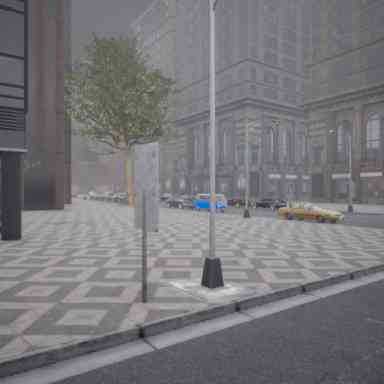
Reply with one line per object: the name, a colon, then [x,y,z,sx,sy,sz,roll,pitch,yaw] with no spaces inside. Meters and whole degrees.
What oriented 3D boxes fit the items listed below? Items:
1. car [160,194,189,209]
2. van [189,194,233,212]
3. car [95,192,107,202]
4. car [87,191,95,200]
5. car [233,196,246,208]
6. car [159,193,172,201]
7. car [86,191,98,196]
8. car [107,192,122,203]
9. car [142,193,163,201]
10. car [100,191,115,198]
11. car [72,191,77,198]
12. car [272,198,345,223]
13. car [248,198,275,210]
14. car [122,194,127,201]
car: [-1.372,1.230,37.778,2.008,1.369,4.403,1,0,-35]
van: [1.852,1.090,33.175,1.690,1.788,3.998,1,0,-35]
car: [-14.261,0.910,56.187,2.008,1.369,4.403,1,0,-35]
car: [-17.483,0.830,60.788,2.008,1.369,4.403,1,0,-35]
car: [5.608,1.223,42.674,1.887,1.381,4.507,1,0,-35]
car: [-4.058,0.880,56.481,1.967,1.590,4.097,1,0,-35]
car: [-26.613,0.471,88.687,1.802,1.307,4.206,1,0,-35]
car: [-11.039,0.992,51.586,2.008,1.369,4.403,1,0,-35]
car: [-7.282,0.910,61.082,2.008,1.369,4.403,1,0,-35]
car: [-20.169,0.587,79.485,1.887,1.381,4.507,1,0,-35]
car: [-27.147,0.483,74.592,1.967,1.590,4.097,1,0,-35]
car: [8.393,1.397,23.829,1.752,1.417,4.829,1,0,-35]
car: [8.828,1.314,38.073,1.947,1.339,4.313,1,0,-35]
car: [-7.720,1.051,46.845,1.752,1.417,4.829,1,0,-35]
